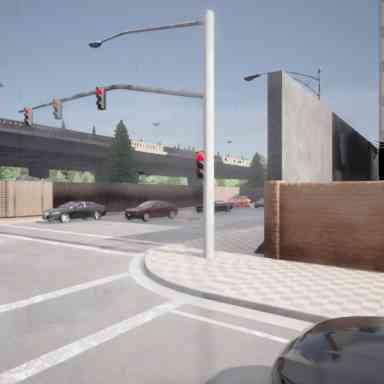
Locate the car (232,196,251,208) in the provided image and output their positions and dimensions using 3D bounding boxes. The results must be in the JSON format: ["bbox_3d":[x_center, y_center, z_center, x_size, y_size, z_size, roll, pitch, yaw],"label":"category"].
[{"bbox_3d":[6.249,1.303,45.773,2.097,1.767,4.553,0,0,36],"label":"car"}]

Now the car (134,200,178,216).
[{"bbox_3d":[-3.436,1.514,32.309,1.994,1.385,4.181,0,0,35],"label":"car"}]

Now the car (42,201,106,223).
[{"bbox_3d":[-8.705,1.442,24.941,2.128,1.511,4.902,0,0,36],"label":"car"}]

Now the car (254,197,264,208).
[{"bbox_3d":[10.091,1.449,45.113,1.837,1.490,4.892,0,2,36],"label":"car"}]

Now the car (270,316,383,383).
[{"bbox_3d":[2.878,1.505,1.913,4.892,1.490,1.837,0,0,36],"label":"car"}]

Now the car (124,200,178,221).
[{"bbox_3d":[-3.192,1.427,26.625,1.882,1.535,5.008,0,0,36],"label":"car"}]

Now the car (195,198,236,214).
[{"bbox_3d":[2.289,1.551,34.273,1.895,1.301,4.718,0,0,36],"label":"car"}]
